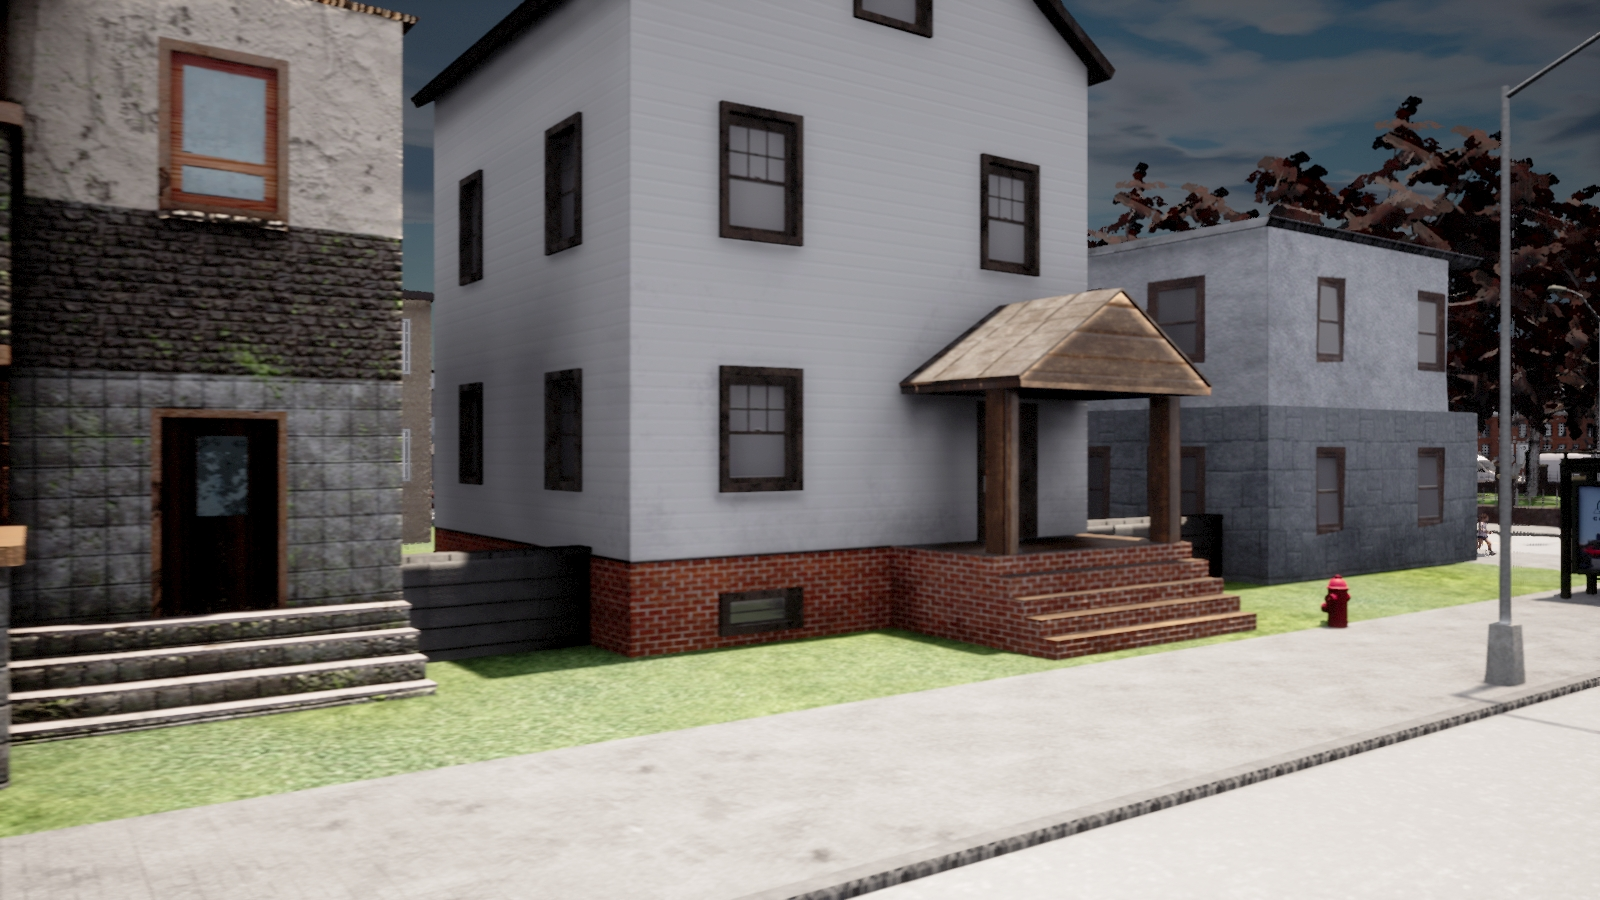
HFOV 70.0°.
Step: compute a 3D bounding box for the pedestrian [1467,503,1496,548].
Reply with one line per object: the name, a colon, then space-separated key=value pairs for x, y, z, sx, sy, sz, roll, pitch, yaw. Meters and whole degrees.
pedestrian: x=17.210 y=1.896 z=28.850 sx=0.500 sy=1.100 sz=0.500 roll=0 pitch=0 yaw=-40
